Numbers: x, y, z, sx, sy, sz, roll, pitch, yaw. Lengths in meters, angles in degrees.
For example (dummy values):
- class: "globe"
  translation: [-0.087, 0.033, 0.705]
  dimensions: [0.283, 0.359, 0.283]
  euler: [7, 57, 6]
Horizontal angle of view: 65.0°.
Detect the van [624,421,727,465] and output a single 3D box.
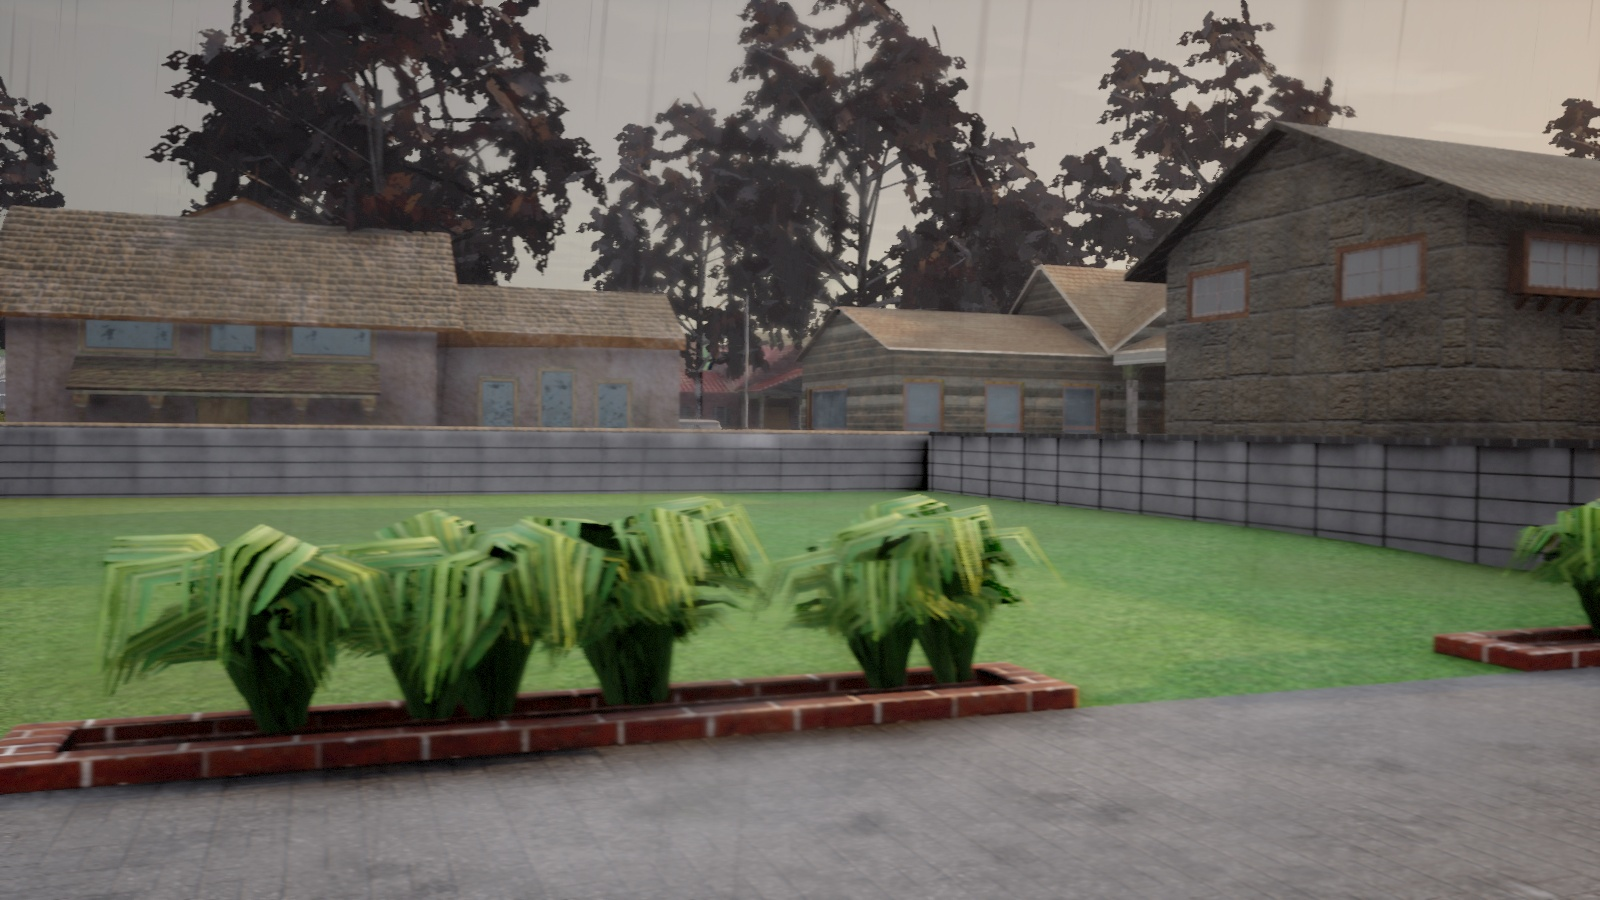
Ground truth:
- class: "van"
  translation: [-5.819, -0.343, 58.796]
  dimensions: [4.442, 1.987, 1.775]
  euler: [-1, 1, -21]
